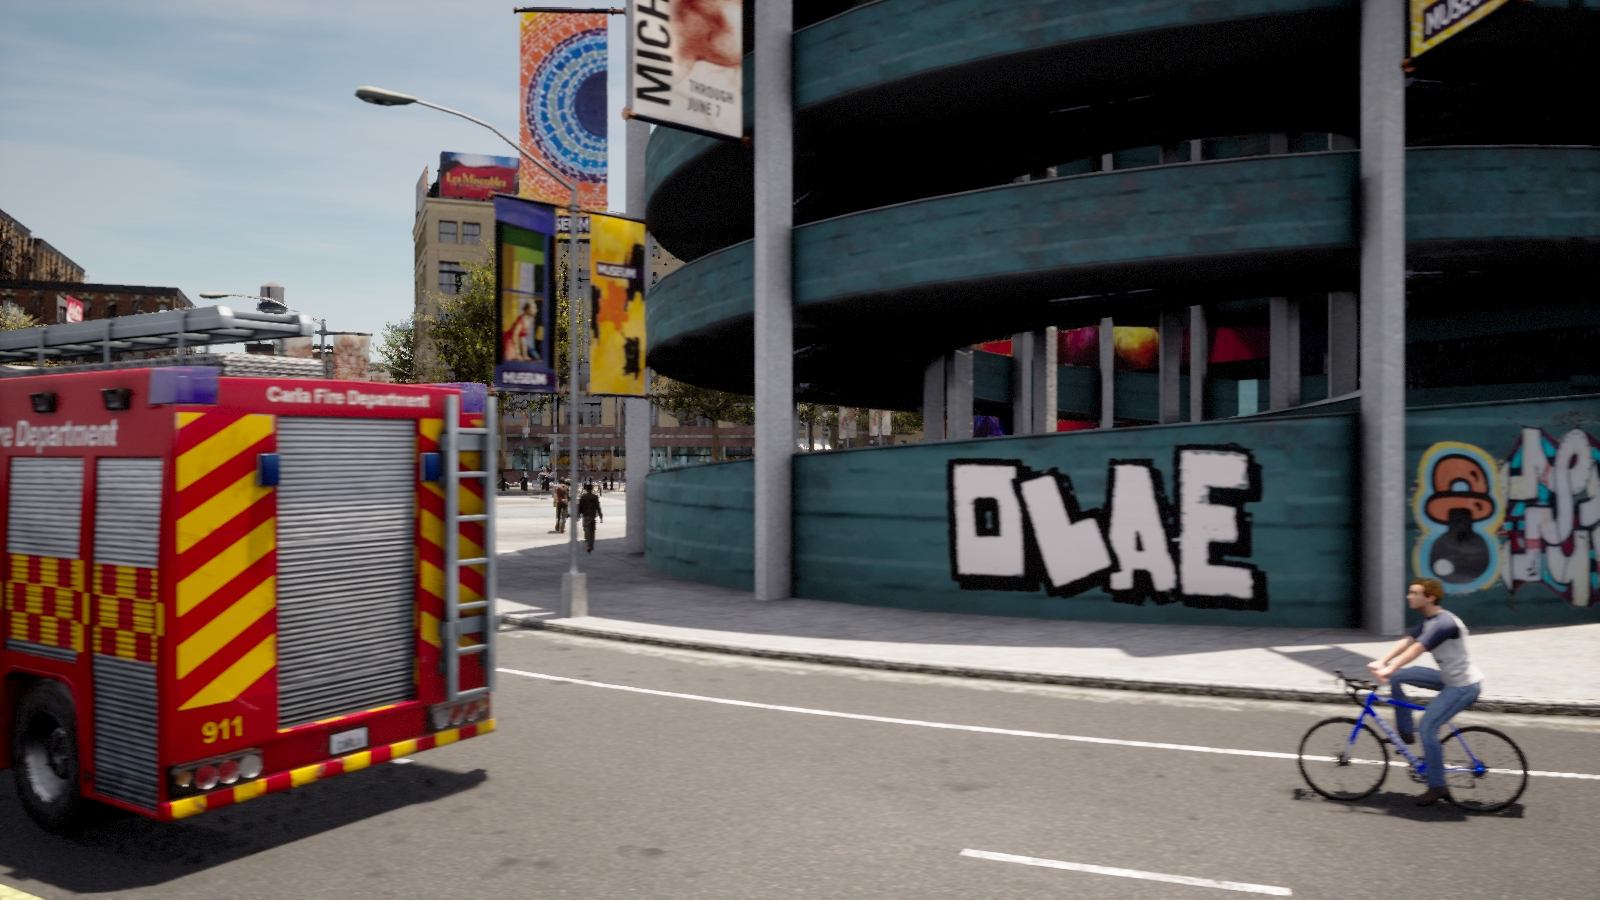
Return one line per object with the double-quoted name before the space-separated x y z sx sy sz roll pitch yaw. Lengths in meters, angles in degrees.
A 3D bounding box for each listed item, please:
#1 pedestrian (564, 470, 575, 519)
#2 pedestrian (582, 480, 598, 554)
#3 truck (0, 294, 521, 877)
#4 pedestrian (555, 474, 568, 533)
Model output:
"pedestrian" -8.882 1.706 43.972 0.375 1.860 0.375 0 0 -18
"pedestrian" -5.377 1.703 29.267 0.375 1.860 0.375 0 0 -6
"truck" -6.782 0.892 10.990 8.468 3.827 2.891 0 0 32
"pedestrian" -7.638 1.704 36.553 0.375 1.860 0.375 0 0 -18
